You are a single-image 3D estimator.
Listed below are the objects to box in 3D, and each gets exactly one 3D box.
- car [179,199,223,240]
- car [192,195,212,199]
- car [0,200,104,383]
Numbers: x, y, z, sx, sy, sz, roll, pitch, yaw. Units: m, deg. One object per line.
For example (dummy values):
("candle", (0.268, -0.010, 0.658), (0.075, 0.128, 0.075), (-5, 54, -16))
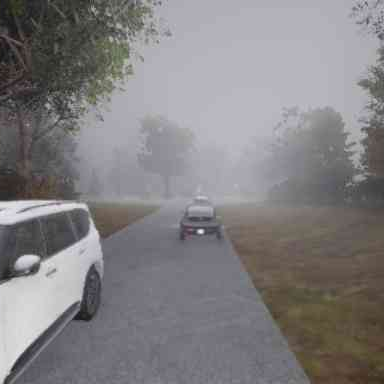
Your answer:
("car", (0.424, 1.316, 15.994), (1.837, 1.490, 4.892), (0, 1, 2))
("car", (1.005, 1.031, 33.315), (1.812, 1.442, 4.674), (0, 1, 2))
("car", (-2.785, 1.191, 4.260), (2.150, 2.045, 5.566), (0, 1, 1))
